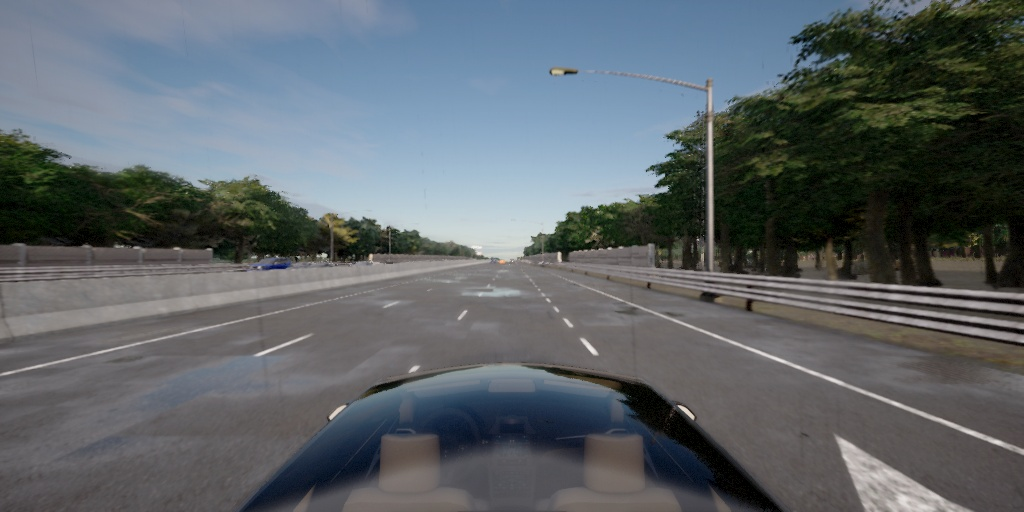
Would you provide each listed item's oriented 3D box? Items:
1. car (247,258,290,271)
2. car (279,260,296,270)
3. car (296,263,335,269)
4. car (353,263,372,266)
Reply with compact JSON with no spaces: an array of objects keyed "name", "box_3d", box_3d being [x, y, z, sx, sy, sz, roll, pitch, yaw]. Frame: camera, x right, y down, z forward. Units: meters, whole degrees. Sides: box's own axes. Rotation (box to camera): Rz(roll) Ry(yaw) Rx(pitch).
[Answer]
[{"name":"car","box_3d":[-28.066,1.269,41.885,2.150,2.045,5.566,0,0,0]},{"name":"car","box_3d":[-24.571,1.543,42.313,2.128,1.511,4.902,0,0,0]},{"name":"car","box_3d":[-21.088,1.539,39.371,1.837,1.490,4.892,0,0,0]},{"name":"car","box_3d":[-17.575,1.527,41.943,1.882,1.535,5.008,0,-1,0]}]
